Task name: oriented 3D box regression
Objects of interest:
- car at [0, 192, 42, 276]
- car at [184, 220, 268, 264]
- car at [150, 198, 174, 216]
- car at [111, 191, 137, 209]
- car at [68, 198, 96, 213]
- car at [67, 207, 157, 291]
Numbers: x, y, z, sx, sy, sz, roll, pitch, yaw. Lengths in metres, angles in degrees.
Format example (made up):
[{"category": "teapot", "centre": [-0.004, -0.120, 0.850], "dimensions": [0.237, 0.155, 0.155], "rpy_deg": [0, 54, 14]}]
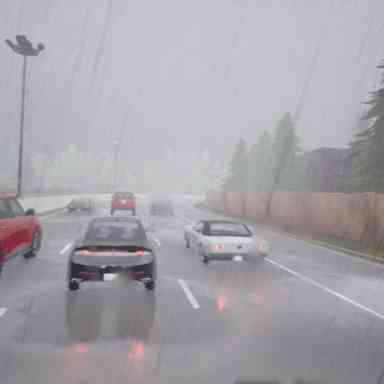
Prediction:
[{"category": "car", "centre": [-5.456, 0.980, 8.297], "dimensions": [2.150, 2.045, 5.566], "rpy_deg": [3, 0, -11]}, {"category": "car", "centre": [0.937, 1.642, 11.948], "dimensions": [1.895, 1.301, 4.718], "rpy_deg": [3, 0, -11]}, {"category": "car", "centre": [-2.932, 1.348, 31.690], "dimensions": [1.882, 1.535, 5.008], "rpy_deg": [3, 0, -11]}, {"category": "car", "centre": [-6.250, 0.946, 30.476], "dimensions": [2.150, 2.045, 5.566], "rpy_deg": [3, 0, -11]}, {"category": "car", "centre": [-9.602, 1.177, 29.311], "dimensions": [1.895, 1.301, 4.718], "rpy_deg": [3, 0, -11]}, {"category": "car", "centre": [-1.996, 1.403, 8.767], "dimensions": [2.128, 1.511, 4.902], "rpy_deg": [3, 0, -11]}]
